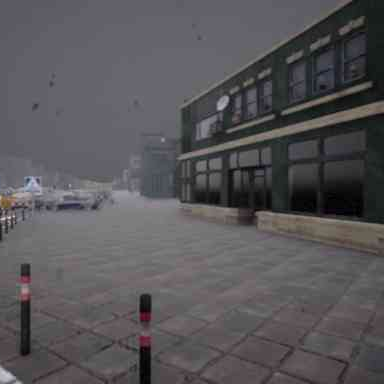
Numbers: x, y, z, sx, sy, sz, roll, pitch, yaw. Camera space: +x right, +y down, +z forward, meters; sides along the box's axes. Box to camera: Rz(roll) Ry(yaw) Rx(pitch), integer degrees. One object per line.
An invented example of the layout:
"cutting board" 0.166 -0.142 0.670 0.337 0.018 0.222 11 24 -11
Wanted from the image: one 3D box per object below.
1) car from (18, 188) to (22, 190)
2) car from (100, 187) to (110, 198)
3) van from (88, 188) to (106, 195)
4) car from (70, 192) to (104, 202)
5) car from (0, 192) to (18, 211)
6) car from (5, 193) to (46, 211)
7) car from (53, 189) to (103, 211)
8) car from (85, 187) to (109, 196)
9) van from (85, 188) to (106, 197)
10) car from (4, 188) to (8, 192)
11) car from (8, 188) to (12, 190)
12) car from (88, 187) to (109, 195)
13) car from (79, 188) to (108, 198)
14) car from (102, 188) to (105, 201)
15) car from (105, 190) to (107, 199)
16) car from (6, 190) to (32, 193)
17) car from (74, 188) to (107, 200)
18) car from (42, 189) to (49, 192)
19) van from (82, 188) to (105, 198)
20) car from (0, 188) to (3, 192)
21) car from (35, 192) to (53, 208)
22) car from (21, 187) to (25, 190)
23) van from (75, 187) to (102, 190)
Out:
"car" -43.056 0.198 77.399 4.674 1.452 2.002 0 1 -13
"car" -16.571 0.448 53.554 5.566 2.045 2.435 0 1 -13
"van" -24.462 -0.125 85.953 4.442 1.987 1.878 0 1 -13
"car" -15.949 0.756 50.852 4.892 1.521 2.231 0 1 -13
"car" -19.749 1.035 33.803 1.882 1.535 5.008 0 0 -13
"car" -16.575 1.124 33.385 2.033 1.411 5.357 0 1 -13
"car" -12.694 0.892 37.336 4.553 1.767 2.185 0 1 -13
"car" -23.730 -0.108 83.272 5.566 2.045 2.435 0 1 -13
"van" -21.006 0.105 72.494 4.442 1.987 1.878 0 1 -13
"car" -40.482 0.340 66.678 4.892 1.521 2.231 0 1 -13
"car" -41.125 0.294 69.358 4.892 1.521 2.231 0 1 -13
"car" -25.667 -0.235 91.378 5.566 2.045 2.435 0 1 -13
"car" -19.801 0.180 67.068 5.566 2.045 2.435 0 1 -13
"car" -14.633 0.741 45.451 4.553 1.767 2.185 0 1 -13
"car" -15.344 0.809 48.268 5.008 1.535 2.097 0 1 -13
"car" -21.975 0.869 43.110 1.882 1.535 5.008 0 1 -13
"car" -17.948 0.336 59.069 5.566 2.045 2.435 0 1 -13
"car" -24.166 0.732 52.041 1.812 1.442 4.674 0 1 -13
"van" -20.588 0.154 69.739 4.442 1.987 1.878 0 1 -13
"car" -39.839 0.389 63.997 4.892 1.521 2.231 0 1 -13
"car" -19.063 0.994 43.840 1.895 1.301 4.718 0 1 -13
"car" -43.882 0.113 80.037 5.366 1.575 1.946 0 1 -13
"van" -13.513 0.745 40.128 4.442 1.987 1.878 0 1 -13
